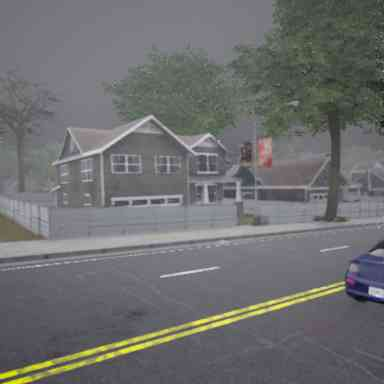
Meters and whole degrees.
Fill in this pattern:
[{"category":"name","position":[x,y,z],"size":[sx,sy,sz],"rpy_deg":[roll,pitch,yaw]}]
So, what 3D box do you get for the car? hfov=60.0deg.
[{"category":"car","position":[5.114,1.590,7.123],"size":[4.674,1.442,1.812],"rpy_deg":[0,0,-35]}]
